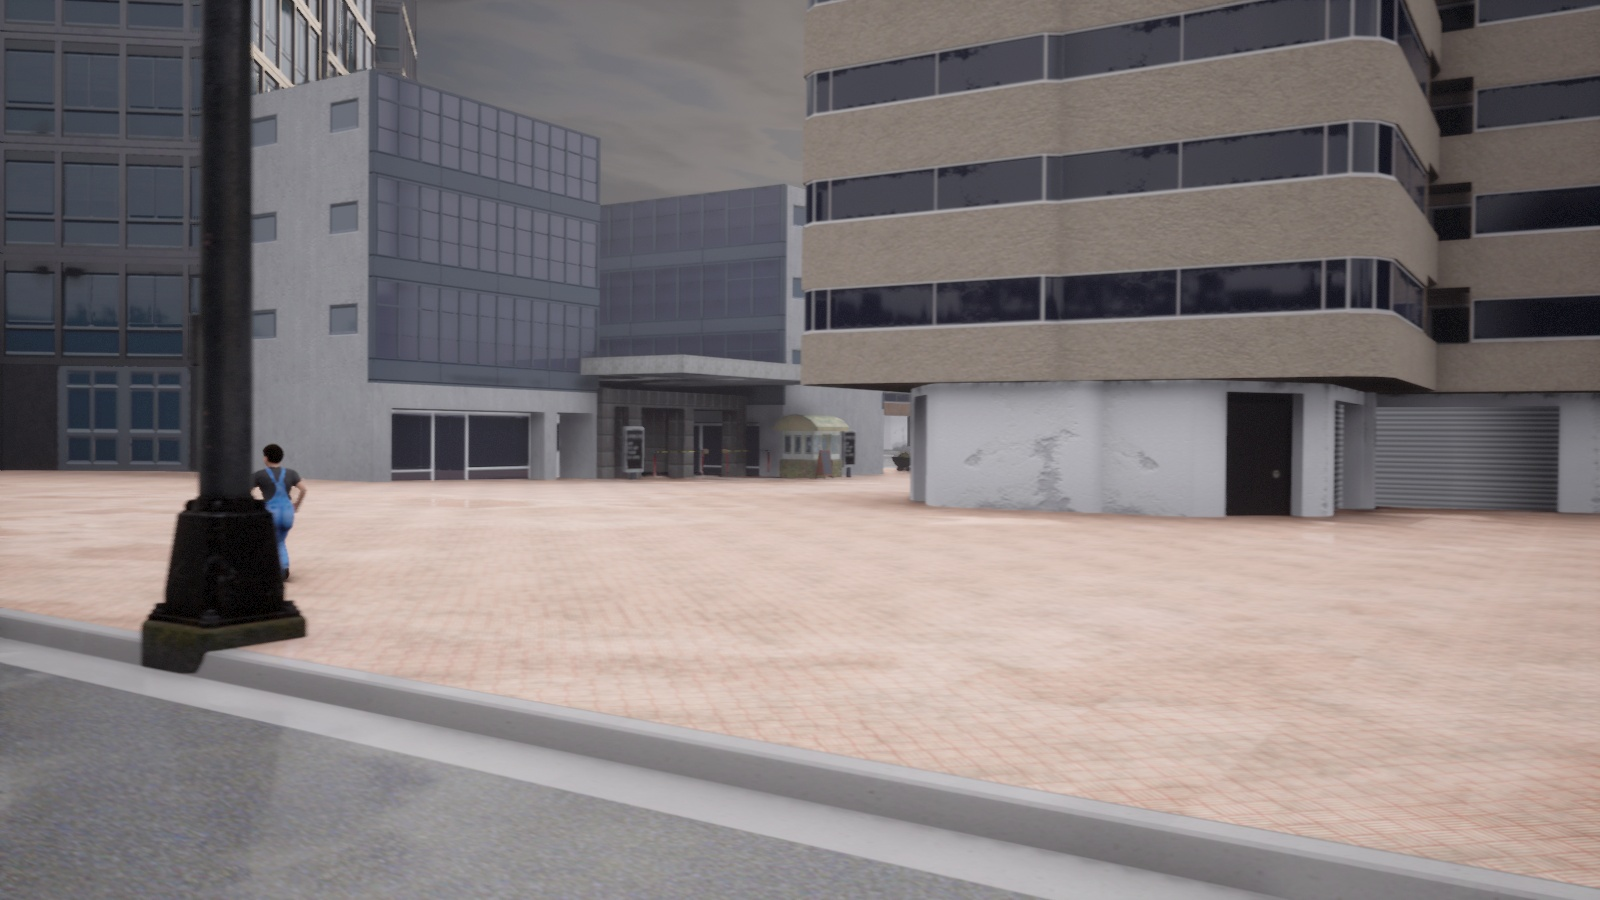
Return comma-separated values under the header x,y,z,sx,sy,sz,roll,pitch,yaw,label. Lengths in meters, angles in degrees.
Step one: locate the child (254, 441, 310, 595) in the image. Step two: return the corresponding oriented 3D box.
x,y,z,sx,sy,sz,roll,pitch,yaw,label
-4.357,0.561,10.564,0.437,1.263,0.270,0,1,44,child
